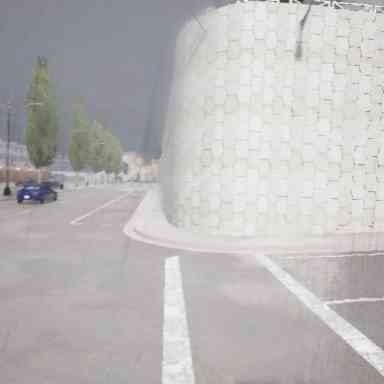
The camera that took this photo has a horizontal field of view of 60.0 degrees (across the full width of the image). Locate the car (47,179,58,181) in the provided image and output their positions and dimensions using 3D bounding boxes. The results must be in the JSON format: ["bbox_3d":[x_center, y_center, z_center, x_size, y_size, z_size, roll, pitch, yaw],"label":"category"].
[{"bbox_3d":[-22.752,-1.382,53.747,1.895,1.301,4.718,2,2,-6],"label":"car"}]

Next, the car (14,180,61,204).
[{"bbox_3d":[-11.711,0.080,25.384,1.812,1.442,4.674,2,2,-6],"label":"car"}]

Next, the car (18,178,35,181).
[{"bbox_3d":[-26.172,-1.554,52.793,2.033,1.411,5.357,2,2,-6],"label":"car"}]
